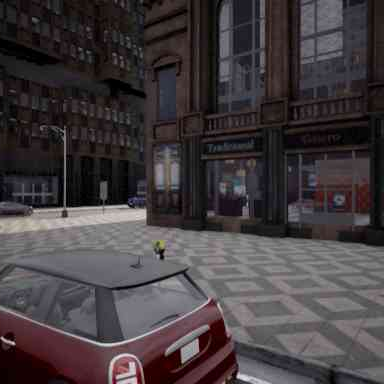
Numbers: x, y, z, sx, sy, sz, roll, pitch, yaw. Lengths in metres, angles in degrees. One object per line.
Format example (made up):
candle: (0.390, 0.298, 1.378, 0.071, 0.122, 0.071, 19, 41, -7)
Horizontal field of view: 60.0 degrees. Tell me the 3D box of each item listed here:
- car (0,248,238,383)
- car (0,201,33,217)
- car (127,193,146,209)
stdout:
car: (-1.595, 1.440, 4.098, 4.097, 1.590, 1.967, 0, 0, 35)
car: (-16.268, 1.525, 29.188, 1.994, 1.385, 4.181, 0, 0, 35)
car: (-5.995, 1.143, 43.723, 2.150, 2.045, 5.566, 0, 0, 35)
